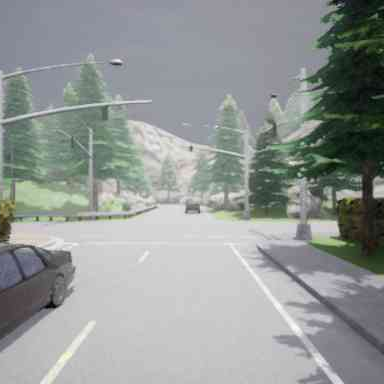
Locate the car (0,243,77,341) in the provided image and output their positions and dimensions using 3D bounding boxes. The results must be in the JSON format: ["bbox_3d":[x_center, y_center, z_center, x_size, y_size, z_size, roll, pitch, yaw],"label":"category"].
[{"bbox_3d":[-3.554,1.597,5.328,2.033,1.411,5.357,0,-1,0],"label":"car"}]

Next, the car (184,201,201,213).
[{"bbox_3d":[0.097,1.899,43.036,1.837,1.490,4.892,0,0,0],"label":"car"}]
